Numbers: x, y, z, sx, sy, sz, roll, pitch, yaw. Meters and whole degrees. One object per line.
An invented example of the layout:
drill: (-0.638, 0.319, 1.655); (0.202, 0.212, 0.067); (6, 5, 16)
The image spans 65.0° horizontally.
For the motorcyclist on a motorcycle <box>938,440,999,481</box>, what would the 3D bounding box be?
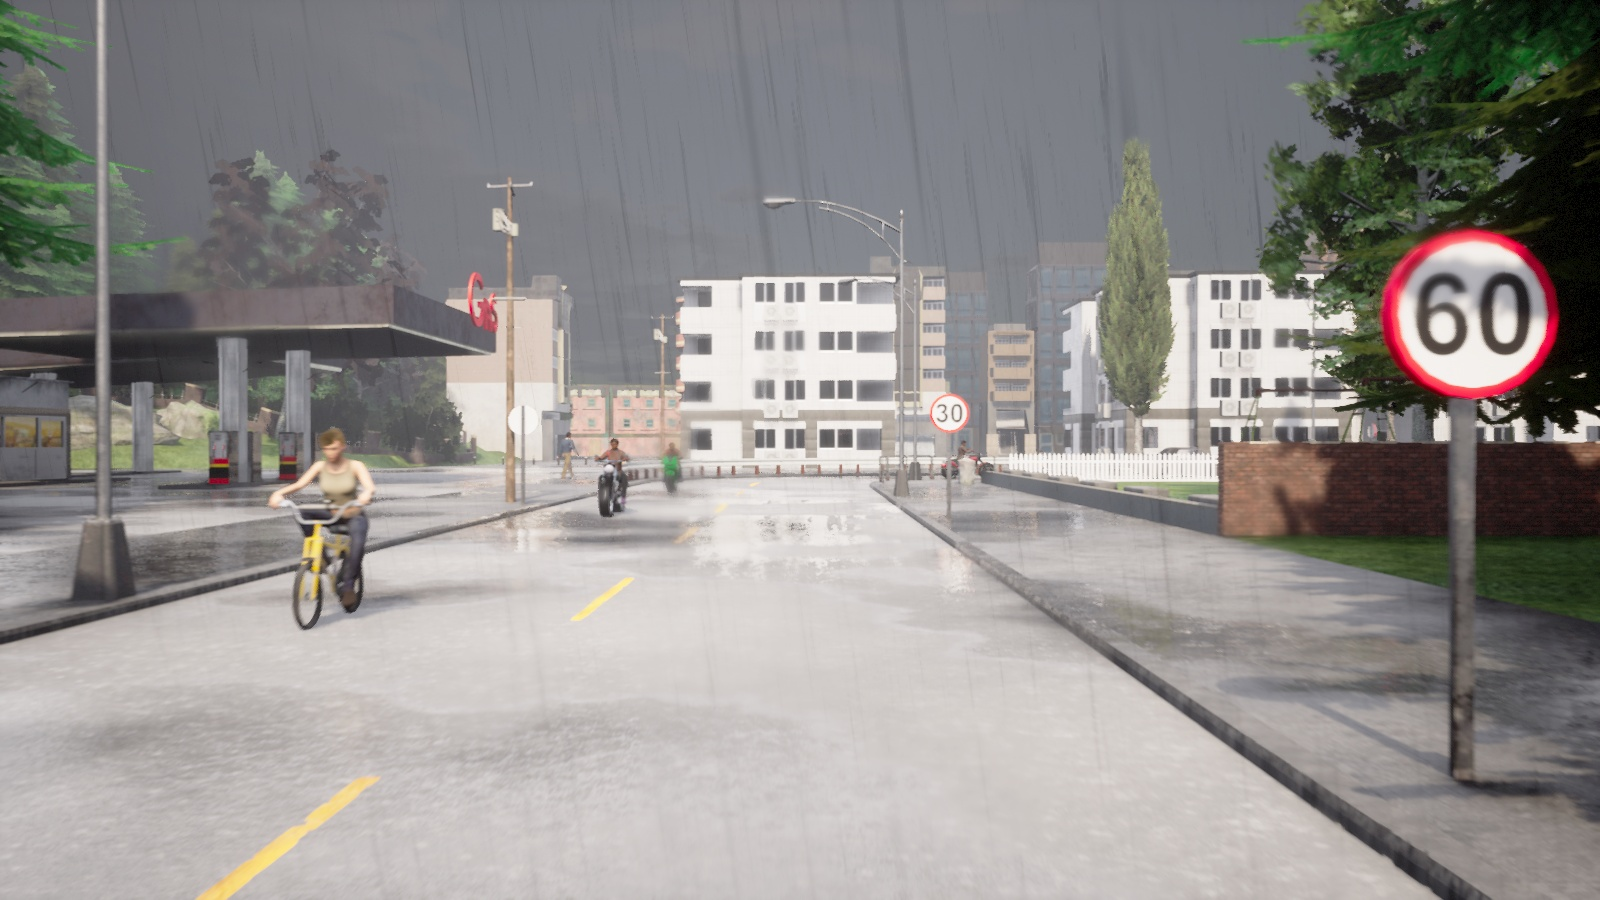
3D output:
motorcyclist on a motorcycle: (6.805, 0.418, 50.692); (2.350, 1.649, 0.766); (0, 0, -18)

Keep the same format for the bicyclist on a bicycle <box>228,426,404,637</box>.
bicyclist on a bicycle: (-3.936, 0.621, 10.351); (0.866, 1.612, 1.509); (0, 0, 0)

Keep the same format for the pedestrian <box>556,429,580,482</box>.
pedestrian: (-8.613, 0.186, 46.662); (0.423, 1.949, 0.788); (0, 0, 34)

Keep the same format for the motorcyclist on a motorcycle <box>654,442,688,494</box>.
motorcyclist on a motorcycle: (-3.813, 0.515, 37.348); (0.797, 1.523, 2.044); (0, 0, 0)

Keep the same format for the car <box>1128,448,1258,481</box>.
car: (15.932, 0.572, 51.045); (4.718, 1.301, 1.895); (0, 0, 1)

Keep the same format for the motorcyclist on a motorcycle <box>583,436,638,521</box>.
motorcyclist on a motorcycle: (-3.853, 0.549, 25.710); (0.766, 1.649, 2.350); (0, 1, 0)
